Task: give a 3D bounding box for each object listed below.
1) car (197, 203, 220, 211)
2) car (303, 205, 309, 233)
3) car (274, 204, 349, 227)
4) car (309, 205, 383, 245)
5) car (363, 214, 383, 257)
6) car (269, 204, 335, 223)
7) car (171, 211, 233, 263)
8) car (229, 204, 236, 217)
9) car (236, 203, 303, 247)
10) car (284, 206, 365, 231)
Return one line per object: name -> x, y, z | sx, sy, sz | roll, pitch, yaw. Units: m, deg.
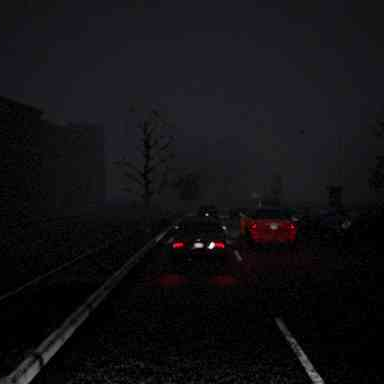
car -> 1.557, 1.778, 31.617 | 1.837, 1.490, 4.892 | 0, -1, 5
car -> 8.545, 1.655, 19.081 | 5.008, 1.535, 2.097 | 1, -1, -16
car -> 8.926, 1.722, 24.977 | 4.892, 1.521, 2.231 | 1, -1, -15
car -> 8.434, 1.500, 16.140 | 4.553, 1.767, 2.185 | 1, 0, -17
car -> 8.176, 1.568, 10.232 | 4.892, 1.521, 2.231 | 1, -1, -18
car -> 9.196, 1.787, 27.931 | 4.792, 1.488, 2.163 | 1, -1, -15
car -> 0.298, 1.636, 12.276 | 2.033, 1.411, 5.357 | 0, 0, 2
car -> 4.630, 1.827, 32.257 | 1.812, 1.442, 4.674 | 0, -1, 6
car -> 3.467, 1.480, 15.798 | 2.097, 1.767, 4.553 | 0, 0, 3
car -> 8.731, 1.728, 22.025 | 4.674, 1.452, 2.002 | 1, 0, -16
